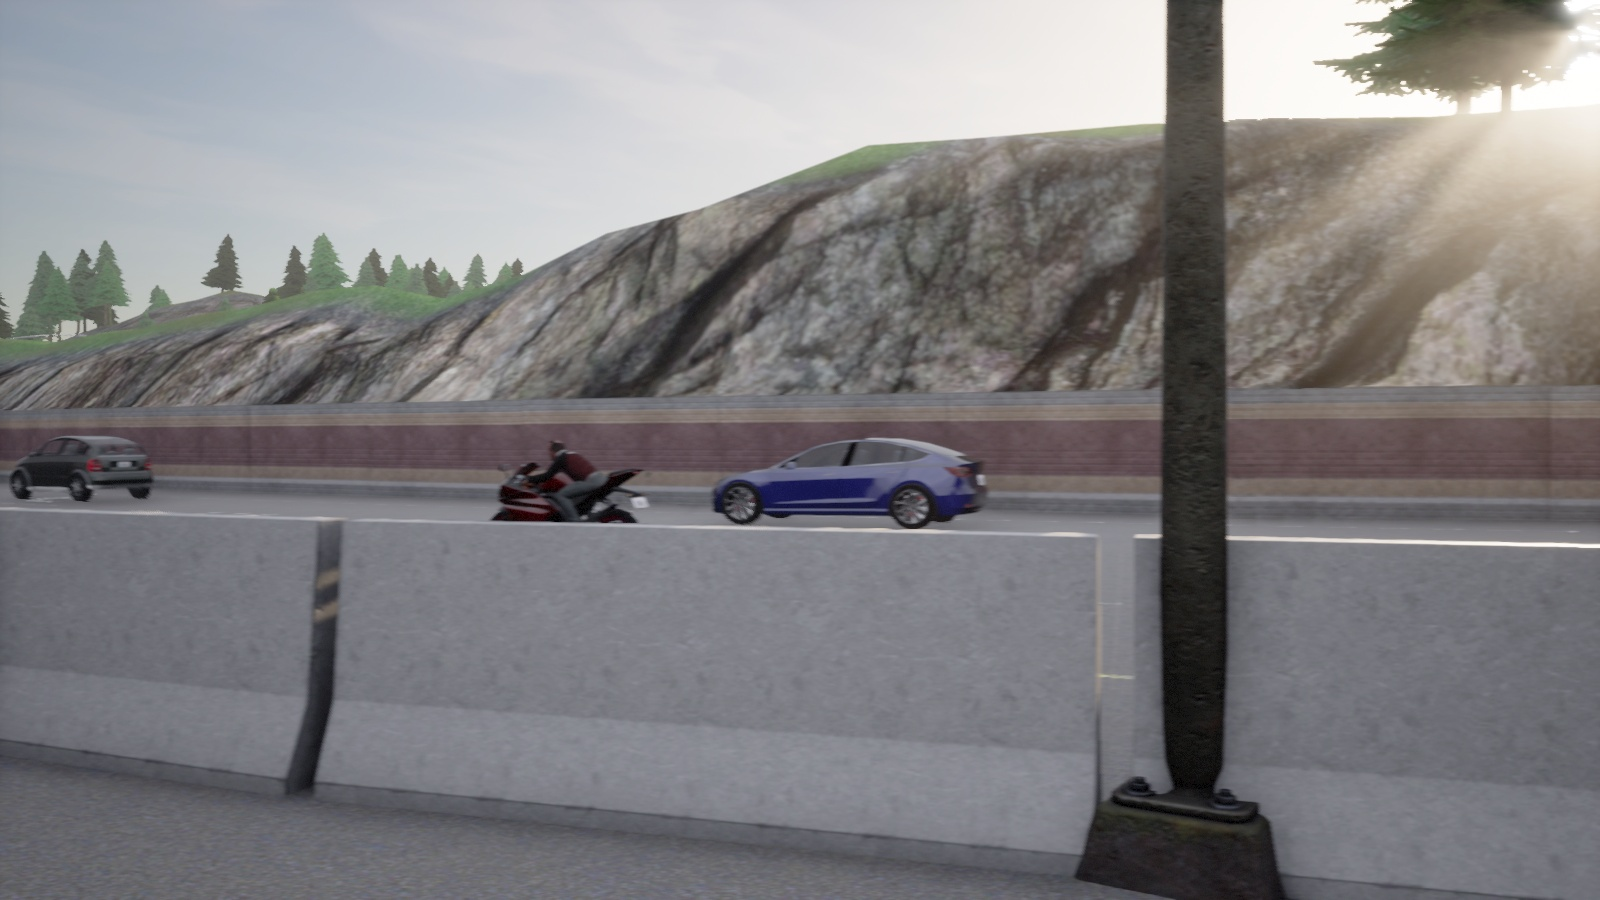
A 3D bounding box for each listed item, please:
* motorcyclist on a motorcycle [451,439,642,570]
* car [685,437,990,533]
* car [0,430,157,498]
[{"bbox_3d":[-3.142,0.633,15.573,2.191,1.530,0.866,1,0,22],"label":"motorcyclist on a motorcycle"},{"bbox_3d":[0.658,0.531,21.642,4.792,1.488,2.163,1,1,21],"label":"car"},{"bbox_3d":[-17.638,0.302,30.611,3.705,1.549,1.789,1,1,30],"label":"car"}]
